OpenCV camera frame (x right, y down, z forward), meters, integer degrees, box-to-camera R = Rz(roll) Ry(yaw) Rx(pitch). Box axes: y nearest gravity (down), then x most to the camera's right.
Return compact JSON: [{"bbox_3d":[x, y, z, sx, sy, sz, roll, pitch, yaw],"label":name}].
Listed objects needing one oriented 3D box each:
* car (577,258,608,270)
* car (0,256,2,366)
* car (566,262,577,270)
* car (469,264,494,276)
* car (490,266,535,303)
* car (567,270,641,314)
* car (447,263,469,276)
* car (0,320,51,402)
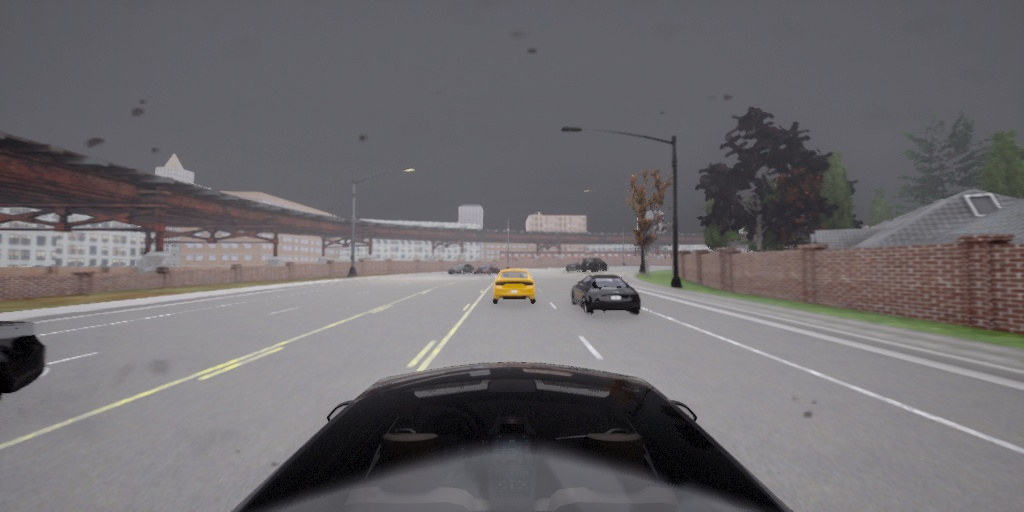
[{"bbox_3d":[11.638,1.291,50.282,2.150,2.045,5.566,-2,-1,34],"label":"car"},{"bbox_3d":[-10.598,0.992,3.902,2.150,2.045,5.566,0,-1,0],"label":"car"},{"bbox_3d":[10.008,1.629,54.551,2.128,1.511,4.902,-2,-1,38],"label":"car"},{"bbox_3d":[-3.122,1.717,44.145,1.994,1.385,4.181,-1,-1,21],"label":"car"},{"bbox_3d":[0.105,1.378,17.748,1.882,1.535,5.008,0,0,0],"label":"car"},{"bbox_3d":[3.602,1.433,14.408,1.994,1.385,4.181,0,0,0],"label":"car"},{"bbox_3d":[-6.362,1.697,45.499,1.837,1.490,4.892,-1,-1,21],"label":"car"},{"bbox_3d":[-7.096,1.250,2.643,2.128,1.511,4.902,0,-1,0],"label":"car"}]
